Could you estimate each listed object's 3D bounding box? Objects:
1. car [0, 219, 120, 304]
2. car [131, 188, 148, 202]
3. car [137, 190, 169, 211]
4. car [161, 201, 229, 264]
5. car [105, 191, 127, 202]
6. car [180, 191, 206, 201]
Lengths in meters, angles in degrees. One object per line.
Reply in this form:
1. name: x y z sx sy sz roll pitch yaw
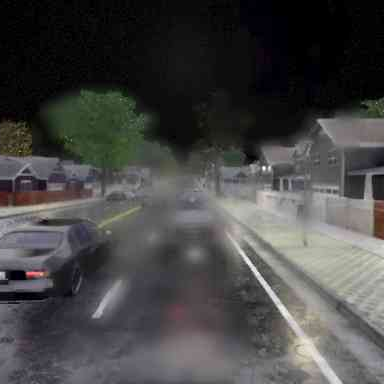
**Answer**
1. car: -3.179 1.356 7.986 2.033 1.411 5.357 0 1 0
2. car: -6.573 0.370 43.606 2.097 1.767 4.553 0 1 0
3. car: -3.152 0.831 29.102 2.128 1.511 4.902 0 1 0
4. car: 0.078 1.250 10.736 1.837 1.490 4.892 0 1 0
5. car: -9.824 0.570 43.455 2.033 1.411 5.357 0 1 0
6. car: 0.094 0.711 28.114 2.097 1.767 4.553 0 1 0
